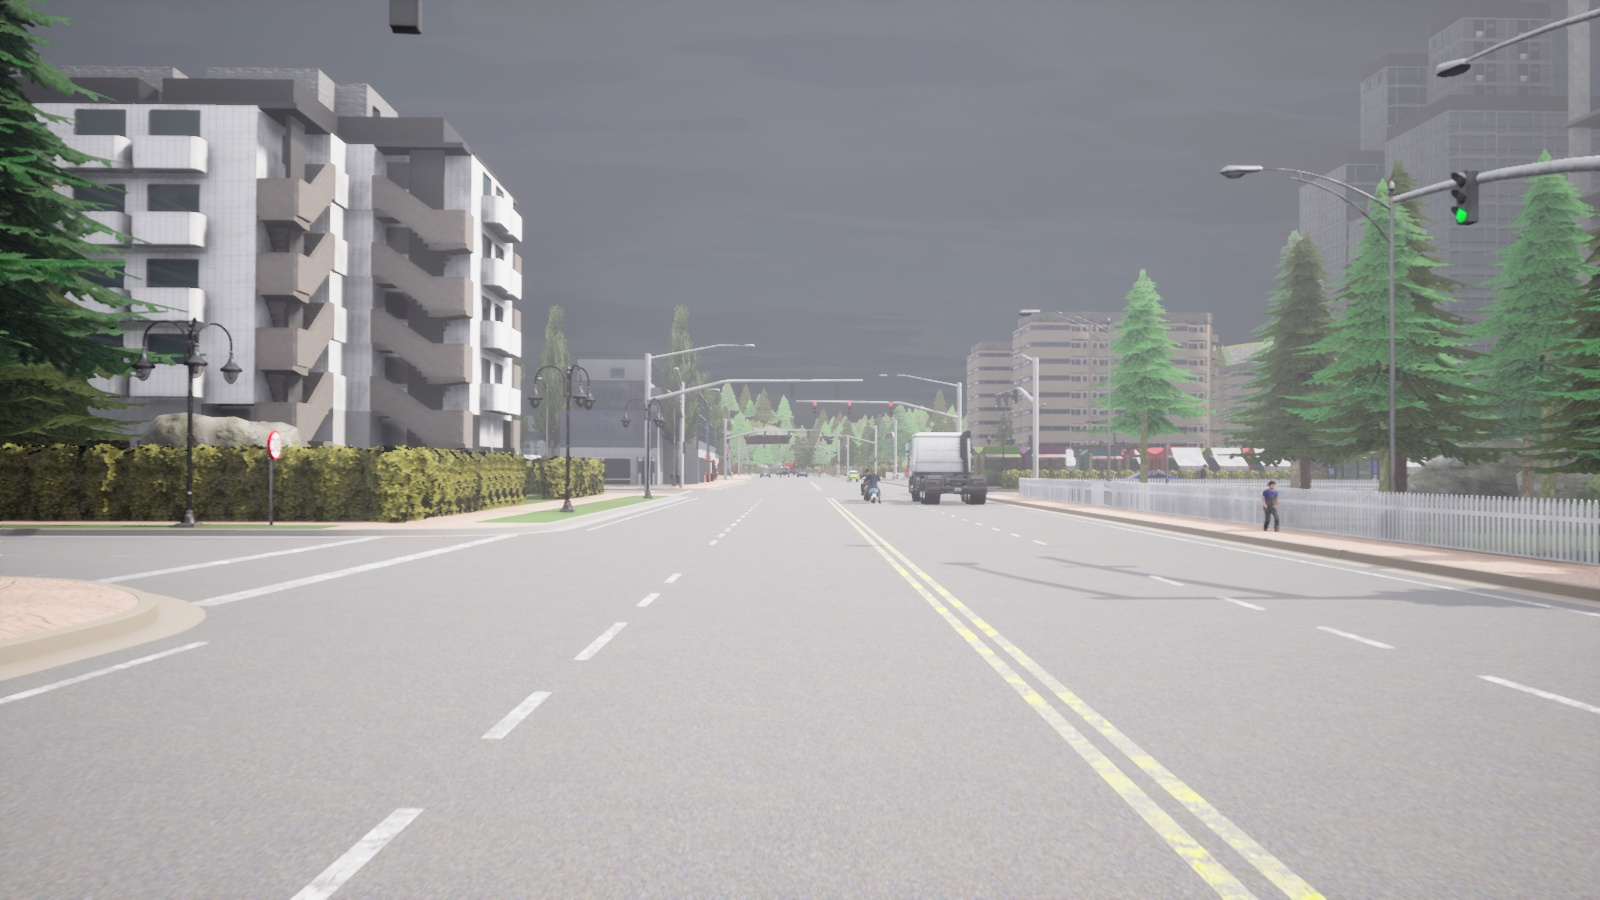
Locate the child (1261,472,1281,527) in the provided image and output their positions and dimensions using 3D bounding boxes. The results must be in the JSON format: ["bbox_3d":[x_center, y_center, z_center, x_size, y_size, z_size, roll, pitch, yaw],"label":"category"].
[{"bbox_3d":[10.939,1.150,29.166,0.270,1.263,0.437,0,-1,0],"label":"child"}]

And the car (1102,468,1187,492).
[{"bbox_3d":[22.624,1.954,82.587,5.008,1.535,1.882,0,-1,-2],"label":"car"}]

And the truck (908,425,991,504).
[{"bbox_3d":[6.859,0.696,58.788,2.891,3.462,7.936,0,-1,0],"label":"truck"}]
